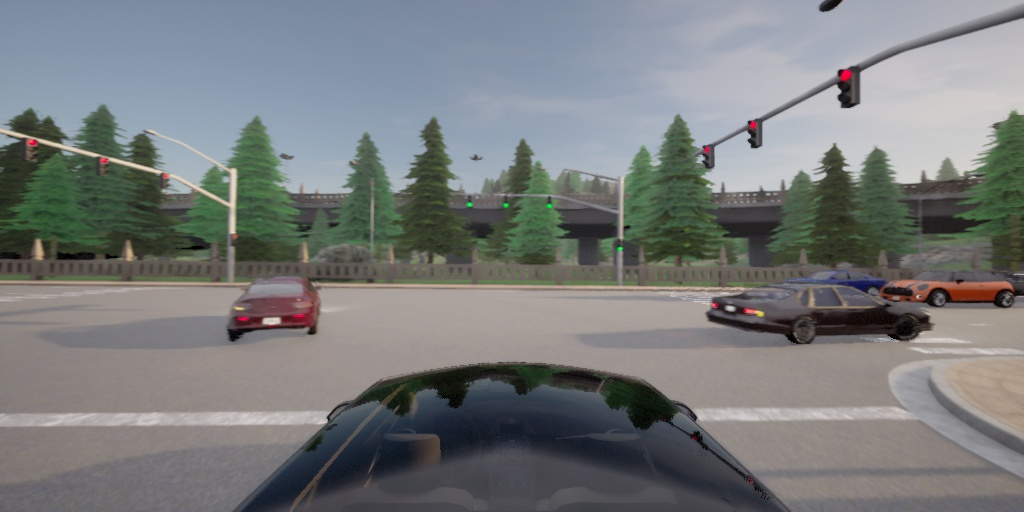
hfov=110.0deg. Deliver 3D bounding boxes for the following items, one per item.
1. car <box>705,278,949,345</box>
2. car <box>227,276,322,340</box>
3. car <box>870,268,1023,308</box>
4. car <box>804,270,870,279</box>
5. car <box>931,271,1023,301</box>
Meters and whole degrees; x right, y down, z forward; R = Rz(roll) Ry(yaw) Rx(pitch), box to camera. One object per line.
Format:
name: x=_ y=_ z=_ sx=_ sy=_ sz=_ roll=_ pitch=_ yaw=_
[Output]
car: x=7.969 y=1.407 z=9.447 sx=5.357 sy=1.411 sz=2.033 roll=1 pitch=-1 yaw=-10
car: x=-6.385 y=1.264 z=9.926 sx=1.812 sy=1.442 sz=4.674 roll=1 pitch=-1 yaw=-28
car: x=20.363 y=1.428 z=16.947 sx=4.553 sy=1.767 sz=2.097 roll=1 pitch=-1 yaw=0
car: x=18.184 y=1.564 z=20.421 sx=5.008 sy=1.535 sz=1.882 roll=1 pitch=-1 yaw=-1
car: x=27.572 y=1.683 z=20.388 sx=4.902 sy=1.511 sz=2.128 roll=1 pitch=-1 yaw=2
